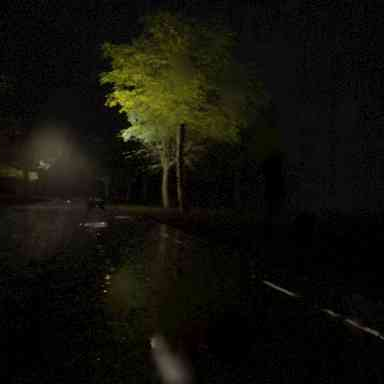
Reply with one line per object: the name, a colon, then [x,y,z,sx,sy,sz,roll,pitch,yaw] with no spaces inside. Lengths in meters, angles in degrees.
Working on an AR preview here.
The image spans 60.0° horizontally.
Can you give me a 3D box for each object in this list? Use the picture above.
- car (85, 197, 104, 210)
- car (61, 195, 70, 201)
car: [-11.485,1.351,39.392,1.837,1.490,4.892,1,0,-20]
car: [-28.315,1.264,74.740,1.895,1.301,4.718,1,0,-20]
